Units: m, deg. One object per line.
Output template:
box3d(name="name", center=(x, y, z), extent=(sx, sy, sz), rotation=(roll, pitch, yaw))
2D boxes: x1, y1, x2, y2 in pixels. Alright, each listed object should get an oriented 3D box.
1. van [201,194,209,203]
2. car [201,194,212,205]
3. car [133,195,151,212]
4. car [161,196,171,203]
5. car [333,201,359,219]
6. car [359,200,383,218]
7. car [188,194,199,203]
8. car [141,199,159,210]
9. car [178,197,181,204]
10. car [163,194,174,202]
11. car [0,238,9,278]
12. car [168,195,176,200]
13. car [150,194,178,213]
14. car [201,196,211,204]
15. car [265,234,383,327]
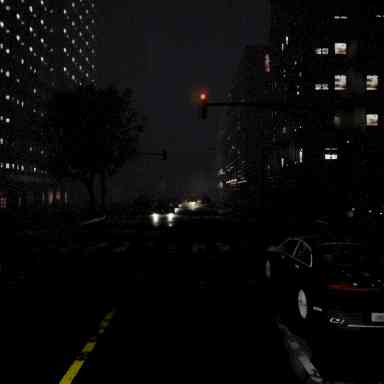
box3d(name="van", center=(2.799, 1.402, 72.455), extent=(1.690, 1.788, 3.998), rotation=(0, 0, 0))
box3d(name="car", center=(2.783, 1.611, 61.408), extent=(1.947, 1.339, 4.313), rotation=(0, 0, 0))
box3d(name="car", center=(-5.632, 1.336, 39.330), extent=(2.192, 1.841, 5.009), rotation=(0, 0, 0))
box3d(name="car", center=(-5.581, 1.627, 72.468), extent=(1.947, 1.339, 4.313), rotation=(0, 0, 0))
box3d(name="car", center=(13.466, 1.350, 26.318), extent=(4.403, 1.369, 2.008), rotation=(-1, 1, 0))
box3d(name="car", center=(15.473, 0.994, 23.757), extent=(5.566, 2.045, 2.150), rotation=(-1, 0, 0))
box3d(name="car", center=(0.104, 1.581, 69.058), extent=(1.812, 1.442, 4.674), rotation=(0, 0, 0))
box3d(name="car", center=(-5.623, 1.593, 44.853), extent=(1.947, 1.339, 4.313), rotation=(0, 0, 0))
box3d(name="car", center=(-3.020, 1.508, 48.436), extent=(1.882, 1.535, 5.008), rotation=(0, 0, 0))
box3d(name="car", center=(-5.573, 1.386, 77.990), extent=(2.192, 1.841, 5.009), rotation=(0, 0, 0))
box3d(name="car", center=(-5.680, 1.545, 6.942), extent=(1.887, 1.381, 4.507), rotation=(0, 0, 0))
box3d(name="car", center=(-5.548, 1.655, 94.558), extent=(2.008, 1.369, 4.403), rotation=(0, 0, 0))
box3d(name="car", center=(-3.043, 1.371, 37.063), extent=(2.097, 1.767, 4.553), rotation=(0, 0, 0))
box3d(name="car", center=(2.792, 1.578, 67.101), extent=(1.752, 1.417, 4.829), rotation=(0, 0, 0))
box3d(name="car", center=(2.700, 1.552, 6.929), extent=(2.008, 1.369, 4.403), rotation=(0, 0, 0))
